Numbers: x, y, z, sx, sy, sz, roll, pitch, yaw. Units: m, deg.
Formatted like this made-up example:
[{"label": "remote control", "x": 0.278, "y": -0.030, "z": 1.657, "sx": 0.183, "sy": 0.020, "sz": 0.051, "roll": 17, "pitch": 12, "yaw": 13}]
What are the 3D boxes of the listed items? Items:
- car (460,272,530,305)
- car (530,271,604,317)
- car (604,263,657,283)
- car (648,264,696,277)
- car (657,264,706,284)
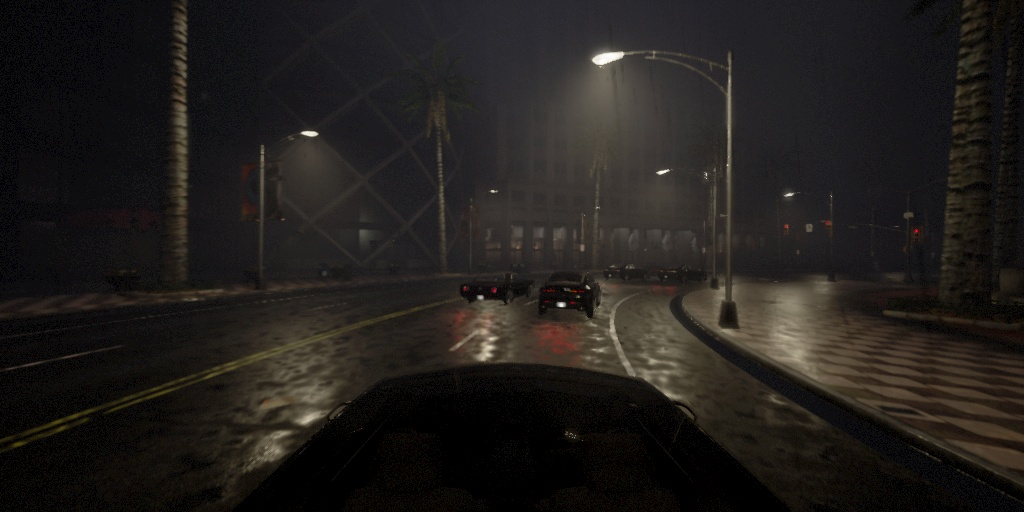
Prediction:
[{"label": "car", "x": -0.454, "y": 1.360, "z": 16.249, "sx": 1.895, "sy": 1.301, "sz": 4.718, "roll": 1, "pitch": 0, "yaw": 21}, {"label": "car", "x": 2.289, "y": 1.288, "z": 13.584, "sx": 1.837, "sy": 1.490, "sz": 4.892, "roll": 0, "pitch": 0, "yaw": 18}, {"label": "car", "x": 9.594, "y": 1.360, "z": 29.882, "sx": 4.902, "sy": 1.511, "sz": 2.128, "roll": 1, "pitch": 0, "yaw": -40}, {"label": "car", "x": 17.271, "y": 1.551, "z": 38.656, "sx": 4.718, "sy": 1.301, "sz": 1.895, "roll": 1, "pitch": 0, "yaw": -21}, {"label": "car", "x": 13.616, "y": 1.397, "z": 28.574, "sx": 4.902, "sy": 1.511, "sz": 2.128, "roll": 1, "pitch": 0, "yaw": -36}]
